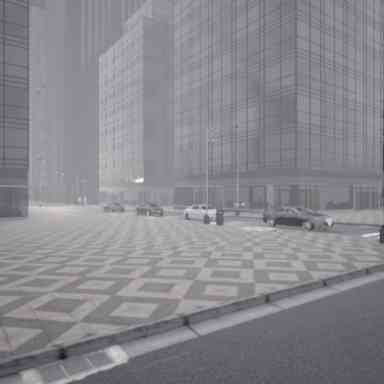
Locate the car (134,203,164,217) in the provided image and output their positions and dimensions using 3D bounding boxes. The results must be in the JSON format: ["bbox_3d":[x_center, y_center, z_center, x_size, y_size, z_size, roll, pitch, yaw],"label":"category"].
[{"bbox_3d":[-5.018,2.001,38.320,1.837,1.490,4.892,0,-1,-36],"label":"car"}]

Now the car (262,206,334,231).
[{"bbox_3d":[6.838,1.676,21.916,2.128,1.511,4.902,0,-1,-35],"label":"car"}]

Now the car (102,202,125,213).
[{"bbox_3d":[-11.076,2.162,46.764,1.837,1.490,4.892,0,-1,-35],"label":"car"}]

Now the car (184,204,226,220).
[{"bbox_3d":[1.012,1.863,29.977,1.812,1.442,4.674,0,-1,-36],"label":"car"}]
